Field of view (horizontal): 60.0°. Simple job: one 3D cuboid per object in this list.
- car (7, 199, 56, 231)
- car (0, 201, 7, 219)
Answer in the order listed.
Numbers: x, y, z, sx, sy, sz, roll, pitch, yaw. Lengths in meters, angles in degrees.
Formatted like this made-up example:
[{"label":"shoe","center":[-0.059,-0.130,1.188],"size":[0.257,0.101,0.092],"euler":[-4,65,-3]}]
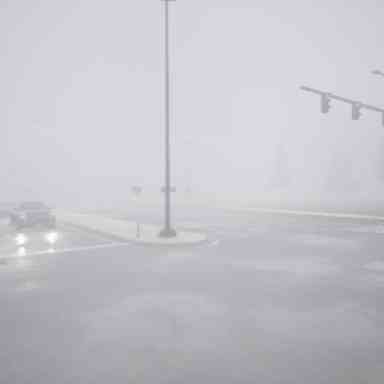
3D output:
[{"label":"car","center":[-9.958,1.326,20.711],"size":[2.097,1.767,4.553],"euler":[0,0,-34]},{"label":"car","center":[-15.893,1.521,29.171],"size":[2.033,1.411,5.357],"euler":[0,0,-35]}]
